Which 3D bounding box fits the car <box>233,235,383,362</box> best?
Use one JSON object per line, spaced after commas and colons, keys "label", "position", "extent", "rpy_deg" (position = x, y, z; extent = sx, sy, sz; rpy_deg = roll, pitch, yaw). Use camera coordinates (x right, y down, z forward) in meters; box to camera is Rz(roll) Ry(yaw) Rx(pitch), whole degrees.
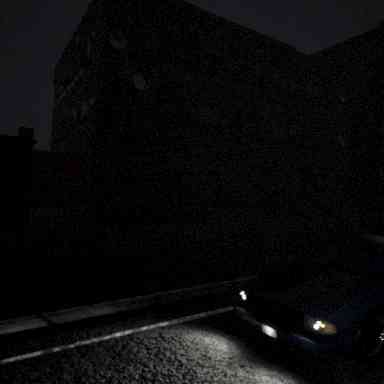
{"label": "car", "position": [3.325, 1.529, 5.996], "extent": [5.357, 1.411, 2.033], "rpy_deg": [0, 0, -32]}
